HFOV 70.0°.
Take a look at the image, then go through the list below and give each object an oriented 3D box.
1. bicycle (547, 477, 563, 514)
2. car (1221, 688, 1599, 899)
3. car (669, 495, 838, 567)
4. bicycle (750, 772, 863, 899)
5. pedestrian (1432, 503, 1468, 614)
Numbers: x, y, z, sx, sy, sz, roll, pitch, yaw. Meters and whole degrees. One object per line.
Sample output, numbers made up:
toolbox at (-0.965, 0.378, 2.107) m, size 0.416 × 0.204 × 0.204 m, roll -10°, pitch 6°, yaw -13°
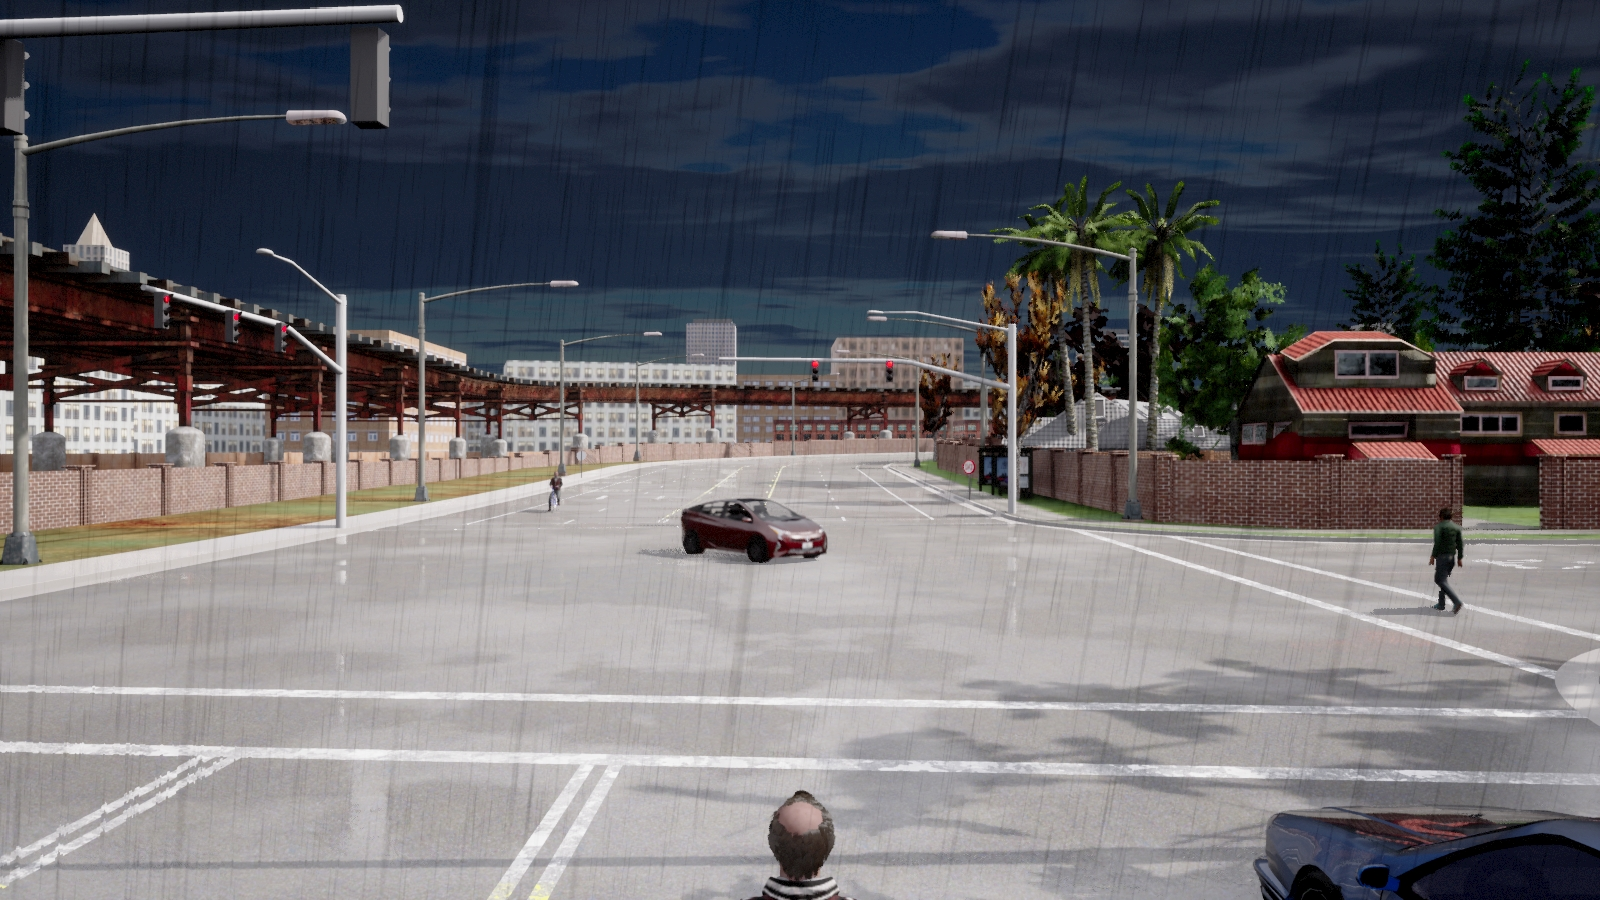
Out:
bicycle at (-10.519, 1.934, 49.111) m, size 0.329 × 1.496 × 1.835 m, roll 0°, pitch 0°, yaw 0°
car at (3.467, 2.106, 4.038) m, size 2.033 × 1.411 × 5.357 m, roll 0°, pitch 0°, yaw 1°
car at (-1.288, 2.023, 29.636) m, size 2.007 × 1.525 × 4.514 m, roll 0°, pitch 0°, yaw -41°
bicycle at (0.019, 2.048, 3.681) m, size 0.329 × 1.496 × 1.835 m, roll 0°, pitch 0°, yaw 0°
pedestrian at (11.136, 1.848, 19.579) m, size 0.375 × 1.860 × 0.375 m, roll 0°, pitch 0°, yaw -6°
